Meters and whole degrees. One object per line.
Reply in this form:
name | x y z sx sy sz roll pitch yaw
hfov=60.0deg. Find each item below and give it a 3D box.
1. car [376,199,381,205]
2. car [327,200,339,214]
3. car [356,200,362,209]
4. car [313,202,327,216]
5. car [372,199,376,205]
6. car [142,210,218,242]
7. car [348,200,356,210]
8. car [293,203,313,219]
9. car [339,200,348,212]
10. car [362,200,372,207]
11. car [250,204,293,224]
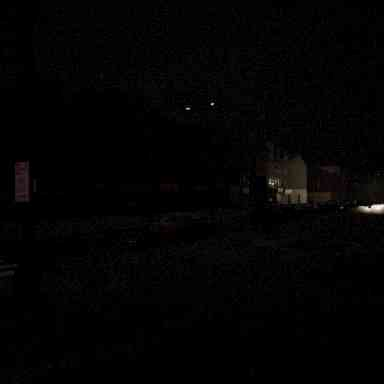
car | 44.990 2.458 81.036 2.008 1.369 4.403 -2 -2 35
car | 15.744 1.832 39.710 1.887 1.381 4.507 -1 -1 35
car | 25.493 2.011 53.486 2.008 1.369 4.403 -1 -1 35
car | 12.494 1.819 35.118 1.802 1.307 4.206 -1 -1 35
car | 35.242 2.209 67.262 1.887 1.381 4.507 -1 -2 35
car | -0.407 1.597 16.889 1.752 1.417 4.829 -1 -1 35
car | 22.243 1.950 48.895 2.008 1.369 4.403 -1 -1 35
car | 9.244 1.741 30.526 2.008 1.369 4.403 -1 -1 35
car | 18.992 1.782 44.304 1.967 1.590 4.097 -1 -1 35
car | 31.993 2.144 62.671 2.008 1.369 4.403 -1 -1 35
car | 5.995 1.713 25.934 1.947 1.339 4.313 -1 -1 35
